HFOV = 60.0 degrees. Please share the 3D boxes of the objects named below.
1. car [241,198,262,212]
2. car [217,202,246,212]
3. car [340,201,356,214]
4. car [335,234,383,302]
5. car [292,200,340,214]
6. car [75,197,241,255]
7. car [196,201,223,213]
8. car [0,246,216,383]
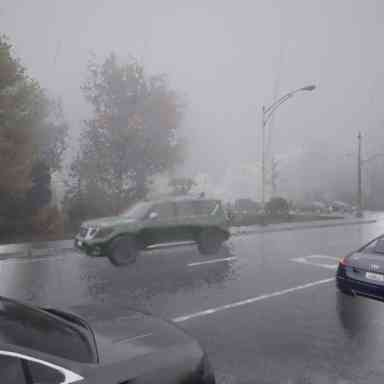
[{"bbox_3d":[8.235,1.831,45.953,2.150,2.045,5.566,0,-3,-32],"label":"car"},{"bbox_3d":[6.445,2.564,55.367,2.128,1.511,4.902,0,-3,-32],"label":"car"},{"bbox_3d":[16.713,1.741,39.052,2.128,1.511,4.902,0,-2,-34],"label":"car"},{"bbox_3d":[5.112,1.574,7.402,4.181,1.385,1.994,0,0,-34],"label":"car"},{"bbox_3d":[13.534,1.741,37.550,2.128,1.511,4.902,0,-2,-32],"label":"car"},{"bbox_3d":[-1.160,1.226,11.771,5.566,2.045,2.150,0,0,-35],"label":"car"},{"bbox_3d":[2.792,2.480,54.602,2.097,1.767,4.553,0,-3,-32],"label":"car"},{"bbox_3d":[-2.033,1.505,2.297,4.892,1.490,1.837,0,0,-36],"label":"car"}]
